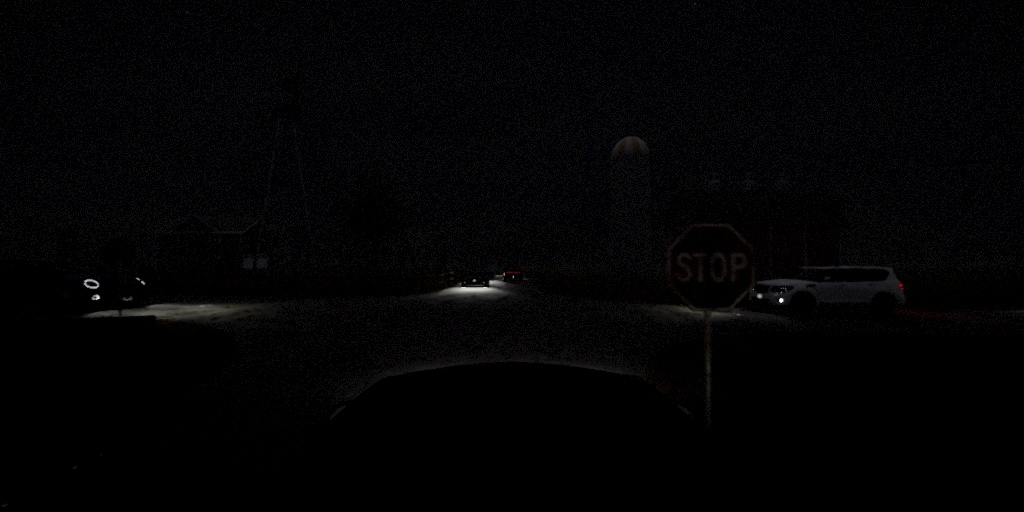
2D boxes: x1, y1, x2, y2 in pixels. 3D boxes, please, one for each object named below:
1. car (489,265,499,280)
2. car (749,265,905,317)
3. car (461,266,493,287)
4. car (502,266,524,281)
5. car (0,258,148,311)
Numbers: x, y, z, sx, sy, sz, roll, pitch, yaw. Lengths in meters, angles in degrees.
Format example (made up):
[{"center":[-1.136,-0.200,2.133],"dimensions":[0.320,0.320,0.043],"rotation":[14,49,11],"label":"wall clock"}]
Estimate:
[{"center":[-2.818,1.924,39.977],"dimensions":[1.895,1.301,4.718],"rotation":[0,-1,0],"label":"car"},{"center":[13.451,1.417,15.487],"dimensions":[5.566,2.045,2.150],"rotation":[1,-1,0],"label":"car"},{"center":[-2.839,1.703,28.849],"dimensions":[1.994,1.385,4.181],"rotation":[0,-1,0],"label":"car"},{"center":[0.127,1.766,36.386],"dimensions":[1.837,1.490,4.892],"rotation":[0,-1,0],"label":"car"},{"center":[-15.674,0.881,12.509],"dimensions":[4.553,1.767,2.097],"rotation":[1,-1,-1],"label":"car"}]
